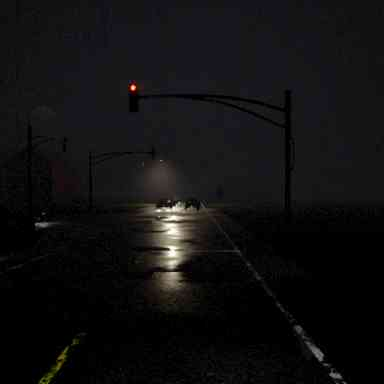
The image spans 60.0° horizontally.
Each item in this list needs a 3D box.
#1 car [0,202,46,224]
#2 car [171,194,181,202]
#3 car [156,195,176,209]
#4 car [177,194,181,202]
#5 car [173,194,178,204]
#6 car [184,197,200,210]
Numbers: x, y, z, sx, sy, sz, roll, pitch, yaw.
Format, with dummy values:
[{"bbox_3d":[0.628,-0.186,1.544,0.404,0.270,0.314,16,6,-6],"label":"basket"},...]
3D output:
[{"bbox_3d":[-13.382,1.441,23.828,5.357,1.411,2.033,1,0,10],"label":"car"},{"bbox_3d":[-3.509,1.262,72.898,2.097,1.767,4.553,0,0,0],"label":"car"},{"bbox_3d":[-3.596,1.530,44.493,1.994,1.385,4.181,0,0,0],"label":"car"},{"bbox_3d":[-3.568,1.416,62.684,1.882,1.535,5.008,0,0,1],"label":"car"},{"bbox_3d":[-3.587,1.479,53.153,1.812,1.442,4.674,0,0,0],"label":"car"},{"bbox_3d":[0.020,1.473,43.388,1.837,1.490,4.892,0,0,1],"label":"car"}]
